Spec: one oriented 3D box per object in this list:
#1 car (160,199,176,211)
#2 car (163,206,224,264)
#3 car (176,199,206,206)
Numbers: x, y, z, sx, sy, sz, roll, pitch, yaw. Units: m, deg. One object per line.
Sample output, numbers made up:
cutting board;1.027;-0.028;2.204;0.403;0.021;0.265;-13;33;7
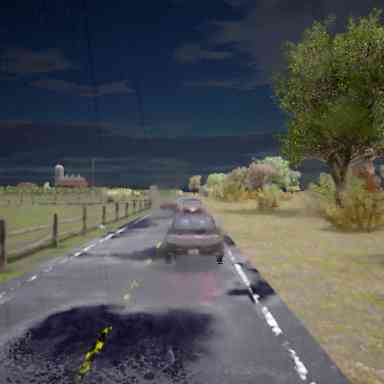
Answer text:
car;-2.815;1.577;40.849;1.895;1.301;4.718;0;0;0
car;0.068;1.478;11.806;2.128;1.511;4.902;0;0;0
car;0.064;1.331;26.551;2.097;1.767;4.553;0;0;0
